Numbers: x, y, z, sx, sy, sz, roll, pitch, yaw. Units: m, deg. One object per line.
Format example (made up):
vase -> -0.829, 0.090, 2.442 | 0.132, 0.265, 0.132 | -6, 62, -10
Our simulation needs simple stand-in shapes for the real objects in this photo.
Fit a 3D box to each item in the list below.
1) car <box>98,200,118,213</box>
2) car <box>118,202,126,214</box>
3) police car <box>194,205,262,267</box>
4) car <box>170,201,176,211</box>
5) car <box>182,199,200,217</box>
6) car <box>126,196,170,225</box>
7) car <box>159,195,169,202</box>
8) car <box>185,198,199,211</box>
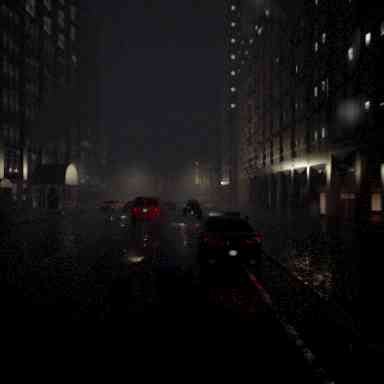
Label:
car -> -9.833, 1.661, 39.864 | 1.882, 1.535, 5.008 | 0, -1, 0
car -> -6.587, 1.652, 37.621 | 1.882, 1.535, 5.008 | 0, 0, 0
police car -> 1.139, 1.483, 11.787 | 1.930, 1.638, 5.238 | 0, 0, 0
car -> -3.146, 1.801, 43.694 | 1.895, 1.301, 4.718 | 0, 0, 0
car -> 0.039, 1.662, 33.519 | 1.837, 1.490, 4.892 | 0, 0, 1
car -> -3.147, 1.341, 24.998 | 2.150, 2.045, 5.566 | 0, 0, 0
car -> -6.492, 1.501, 78.572 | 1.994, 1.385, 4.181 | 0, 0, 0
car -> 0.008, 1.684, 45.090 | 1.882, 1.535, 5.008 | 0, 0, 0
